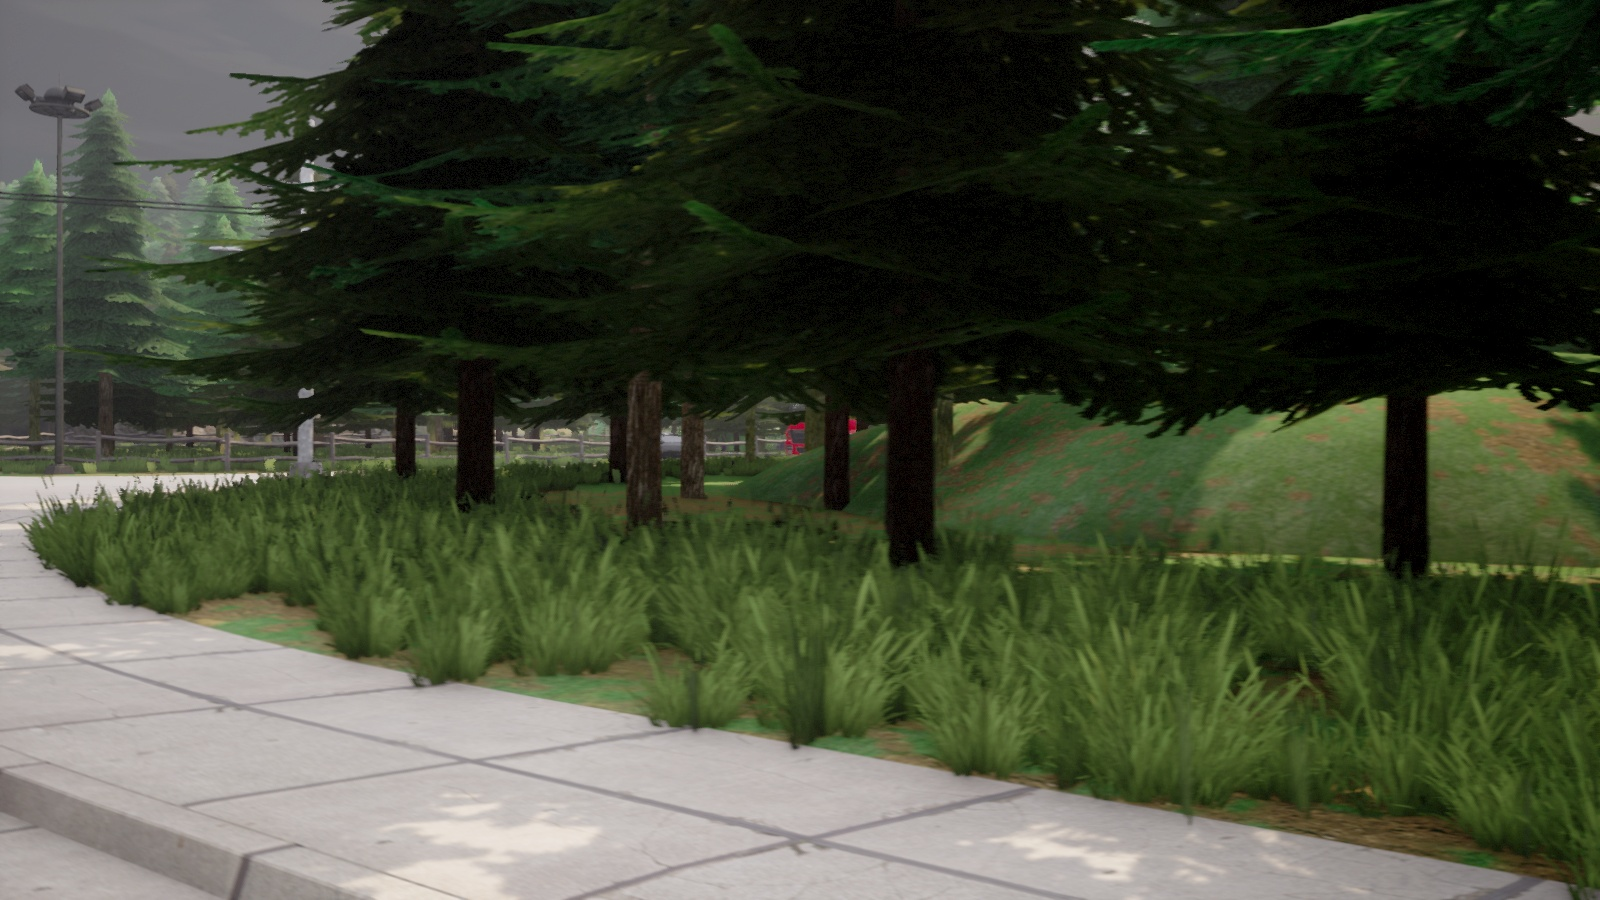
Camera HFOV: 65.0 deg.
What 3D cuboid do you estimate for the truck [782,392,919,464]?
[{"bbox_3d":[2.706,-1.145,64.351,2.891,3.462,7.936,0,1,38],"label":"truck"}]

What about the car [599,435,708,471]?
[{"bbox_3d":[-6.163,0.093,53.254,1.812,1.442,4.674,0,1,39],"label":"car"}]
